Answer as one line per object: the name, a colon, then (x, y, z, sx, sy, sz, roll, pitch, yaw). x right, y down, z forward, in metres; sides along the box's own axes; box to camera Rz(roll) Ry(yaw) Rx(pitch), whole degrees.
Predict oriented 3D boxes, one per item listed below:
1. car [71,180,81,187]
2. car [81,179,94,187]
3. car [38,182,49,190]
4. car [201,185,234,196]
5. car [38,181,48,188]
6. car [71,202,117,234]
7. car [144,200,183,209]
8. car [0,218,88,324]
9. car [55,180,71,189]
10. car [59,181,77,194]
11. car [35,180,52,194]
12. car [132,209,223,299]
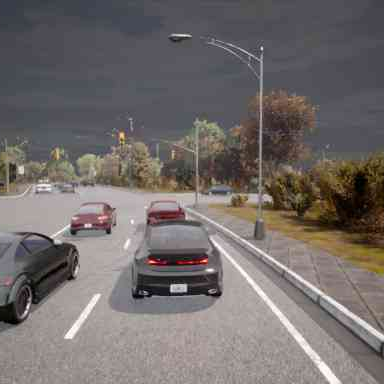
car: (-29.081, -1.999, 81.778, 1.837, 1.490, 4.892, -1, 3, -25)
car: (-25.922, -2.350, 83.271, 2.150, 2.045, 5.566, -1, 3, -25)
car: (-29.439, -1.252, 66.015, 1.882, 1.535, 5.008, -1, 3, -25)
car: (3.692, -0.178, 48.592, 4.892, 1.490, 1.837, -1, 3, -22)
car: (-35.808, -1.855, 79.644, 2.033, 1.411, 5.357, -1, 3, -25)
car: (-4.914, 1.241, 16.935, 1.812, 1.442, 4.674, 0, 2, -8)
car: (-1.453, 1.169, 17.396, 1.882, 1.535, 5.008, 0, 2, -8)
car: (-3.846, 1.516, 7.021, 1.994, 1.385, 4.181, 0, 1, -2)
car: (-25.850, -1.261, 66.600, 1.837, 1.490, 4.892, -1, 3, -25)
car: (-19.856, -0.550, 53.174, 1.812, 1.442, 4.674, -1, 4, -23)
car: (-23.497, -0.840, 52.766, 2.150, 2.045, 5.566, -1, 4, -24)
car: (-0.402, 1.428, 8.339, 1.837, 1.490, 4.892, 0, 1, -4)
